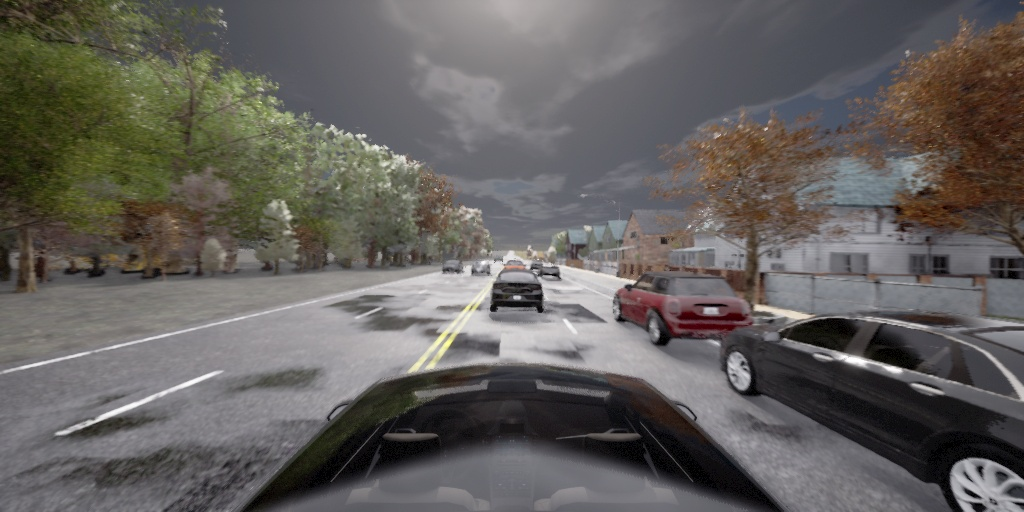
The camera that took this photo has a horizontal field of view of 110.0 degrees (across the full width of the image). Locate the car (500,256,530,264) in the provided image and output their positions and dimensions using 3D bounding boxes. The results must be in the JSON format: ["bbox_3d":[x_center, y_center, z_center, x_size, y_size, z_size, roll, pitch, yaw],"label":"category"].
[{"bbox_3d":[0.243,1.134,32.579,2.097,1.767,4.553,1,0,0],"label":"car"}]

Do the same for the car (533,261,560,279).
[{"bbox_3d":[3.452,1.337,33.958,2.128,1.511,4.902,1,0,1],"label":"car"}]

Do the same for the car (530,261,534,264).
[{"bbox_3d":[3.467,1.356,49.704,1.837,1.490,4.892,1,1,1],"label":"car"}]

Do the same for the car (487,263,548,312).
[{"bbox_3d":[0.183,1.247,14.501,1.882,1.535,5.008,1,0,0],"label":"car"}]

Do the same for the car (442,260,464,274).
[{"bbox_3d":[-6.402,1.161,39.374,1.837,1.490,4.892,1,0,1],"label":"car"}]

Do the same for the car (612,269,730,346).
[{"bbox_3d":[4.296,1.196,9.854,2.097,1.767,4.553,1,0,0],"label":"car"}]

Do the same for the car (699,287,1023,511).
[{"bbox_3d":[4.275,1.343,3.884,1.837,1.490,4.892,1,0,0],"label":"car"}]

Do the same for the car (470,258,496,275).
[{"bbox_3d":[-3.165,1.211,37.340,2.128,1.511,4.902,1,0,1],"label":"car"}]
